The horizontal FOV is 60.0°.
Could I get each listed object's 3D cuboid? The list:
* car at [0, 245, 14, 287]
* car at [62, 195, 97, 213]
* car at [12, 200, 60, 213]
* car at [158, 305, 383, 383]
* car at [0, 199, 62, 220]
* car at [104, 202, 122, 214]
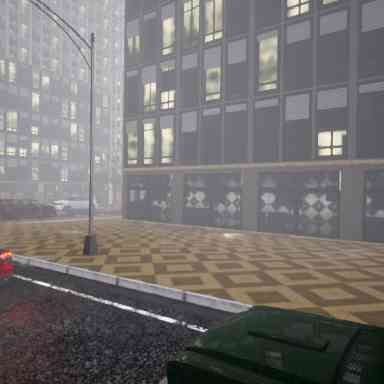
[{"bbox_3d":[-6.076,1.521,7.983,4.674,1.442,1.812,0,0,35],"label":"car"},{"bbox_3d":[-14.220,1.413,40.504,2.150,2.045,5.566,1,0,36],"label":"car"},{"bbox_3d":[-18.338,1.643,39.293,1.752,1.417,4.829,1,0,36],"label":"car"},{"bbox_3d":[2.035,1.601,2.235,4.718,1.301,1.895,0,0,35],"label":"car"},{"bbox_3d":[-14.819,1.519,29.926,2.192,1.841,5.009,1,0,36],"label":"car"},{"bbox_3d":[-8.043,1.830,39.153,1.752,1.417,4.829,1,0,36],"label":"car"}]
